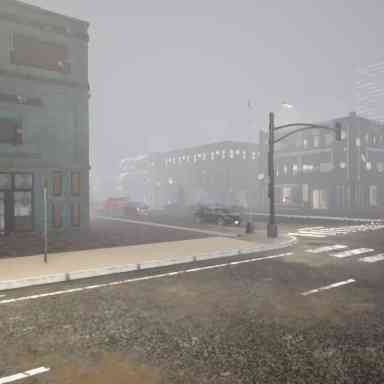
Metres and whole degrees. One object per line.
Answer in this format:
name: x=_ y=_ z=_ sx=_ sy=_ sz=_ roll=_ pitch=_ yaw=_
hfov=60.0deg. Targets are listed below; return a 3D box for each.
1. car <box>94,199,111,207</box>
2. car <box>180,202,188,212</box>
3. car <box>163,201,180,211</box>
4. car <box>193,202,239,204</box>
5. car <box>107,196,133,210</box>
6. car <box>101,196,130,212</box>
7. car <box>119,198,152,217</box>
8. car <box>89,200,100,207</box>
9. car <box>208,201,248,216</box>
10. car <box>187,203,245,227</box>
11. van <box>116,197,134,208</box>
car: x=-18.456 y=2.228 z=68.730 sx=1.887 sy=1.381 sz=4.507 roll=-1 pitch=0 yaw=-35
car: x=0.782 y=1.903 z=41.659 sx=1.802 sy=1.307 sz=4.206 roll=-2 pitch=0 yaw=-35
car: x=-2.424 y=1.966 z=46.170 sx=1.802 sy=1.307 sz=4.206 roll=-2 pitch=0 yaw=-35
car: x=2.402 y=1.746 z=29.396 sx=2.128 sy=1.511 sz=4.902 roll=-1 pitch=0 yaw=-35
car: x=-12.082 y=1.775 z=55.297 sx=2.150 sy=2.045 sz=5.566 roll=-1 pitch=0 yaw=-35
car: x=-10.704 y=1.735 z=47.889 sx=2.150 sy=2.045 sz=5.566 roll=-1 pitch=-1 yaw=-35
car: x=-6.051 y=1.846 z=36.802 sx=1.967 sy=1.590 sz=4.097 roll=-1 pitch=0 yaw=-35
car: x=-18.296 y=2.269 z=64.050 sx=1.895 sy=1.301 sz=4.718 roll=-1 pitch=0 yaw=-36
car: x=3.987 y=1.809 z=37.146 sx=2.008 sy=1.369 sz=4.403 roll=-2 pitch=0 yaw=-35
car: x=1.890 y=1.814 z=25.421 sx=1.947 sy=1.339 sz=4.313 roll=-2 pitch=0 yaw=-35
van: x=-12.048 y=1.907 z=59.706 sx=1.690 sy=1.788 sz=3.998 roll=-1 pitch=0 yaw=-35
